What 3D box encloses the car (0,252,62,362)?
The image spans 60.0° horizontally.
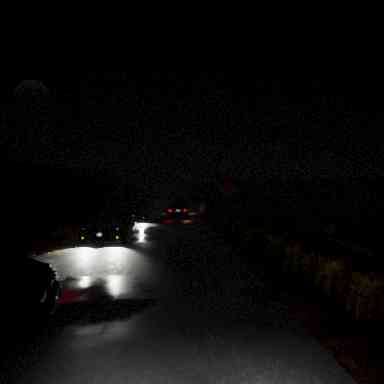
[{"bbox_3d":[-3.368,1.590,4.577,1.994,1.385,4.181,-1,0,-3],"label":"car"}]

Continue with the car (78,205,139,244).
[{"bbox_3d":[-3.894,1.565,15.706,1.994,1.385,4.181,-1,0,-2],"label":"car"}]

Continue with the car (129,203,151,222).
[{"bbox_3d":[-4.312,1.537,25.971,1.994,1.385,4.181,-1,0,-3],"label":"car"}]

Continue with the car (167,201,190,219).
[{"bbox_3d":[-1.168,1.435,27.905,2.033,1.411,5.357,-1,1,-1],"label":"car"}]
